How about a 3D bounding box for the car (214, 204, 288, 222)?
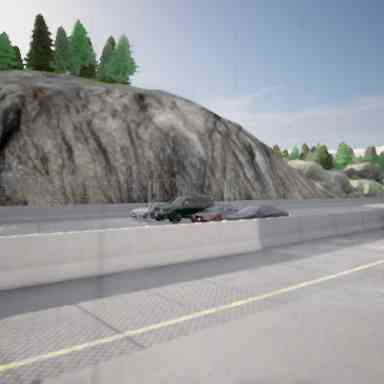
[{"bbox_3d":[3.932,1.527,20.526,5.008,1.535,1.882,0,0,-40],"label":"car"}]
